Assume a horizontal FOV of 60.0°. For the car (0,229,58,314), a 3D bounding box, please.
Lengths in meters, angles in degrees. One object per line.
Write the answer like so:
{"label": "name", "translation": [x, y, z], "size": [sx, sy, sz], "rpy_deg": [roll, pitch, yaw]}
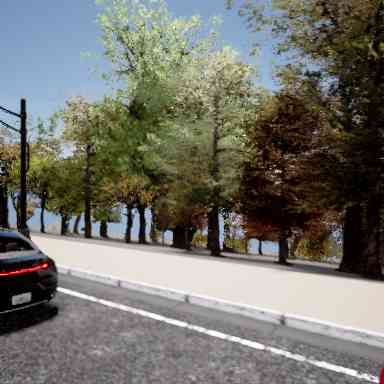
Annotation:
{"label": "car", "translation": [-4.731, 1.533, 7.016], "size": [4.892, 1.490, 1.837], "rpy_deg": [0, 0, 38]}

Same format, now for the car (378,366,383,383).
{"label": "car", "translation": [3.492, 1.470, 1.192], "size": [5.008, 1.535, 1.882], "rpy_deg": [0, 0, 35]}
